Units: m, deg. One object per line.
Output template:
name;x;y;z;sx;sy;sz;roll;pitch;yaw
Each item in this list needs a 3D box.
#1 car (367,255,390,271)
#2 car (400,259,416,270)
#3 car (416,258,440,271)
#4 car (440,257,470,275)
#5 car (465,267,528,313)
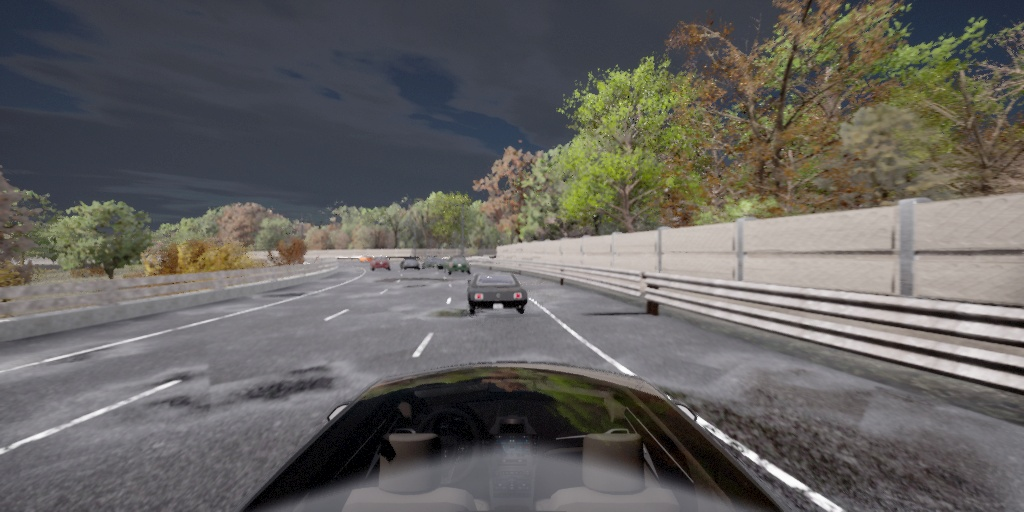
car;-16.259;0.832;44.139;2.097;1.767;4.553;-1;0;-24
car;-13.024;1.016;45.488;1.994;1.385;4.181;-1;1;-25
car;-9.337;1.049;43.752;4.181;1.385;1.994;-3;-2;44
car;-5.518;0.849;35.335;2.097;1.767;4.553;0;1;-18
car;-0.701;1.253;13.317;1.895;1.301;4.718;0;1;-7
